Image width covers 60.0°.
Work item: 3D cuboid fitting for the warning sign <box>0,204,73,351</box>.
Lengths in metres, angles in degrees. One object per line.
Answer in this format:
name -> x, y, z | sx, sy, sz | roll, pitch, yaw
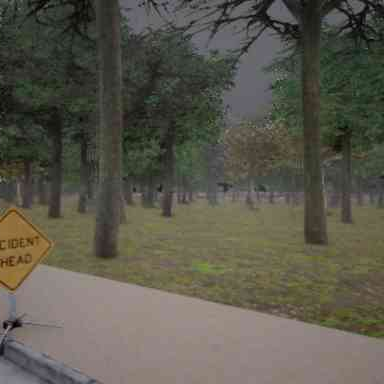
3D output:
warning sign -> -2.681, 1.141, 4.976 | 1.060, 1.860, 1.300 | -1, 0, 35
